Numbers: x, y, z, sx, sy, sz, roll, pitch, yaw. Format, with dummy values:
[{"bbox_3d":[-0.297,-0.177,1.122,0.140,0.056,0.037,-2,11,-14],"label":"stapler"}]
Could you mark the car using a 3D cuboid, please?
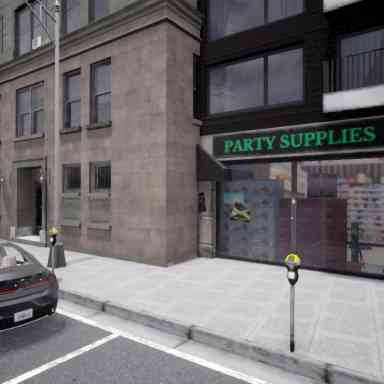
[{"bbox_3d":[-4.216,1.551,6.090,4.403,1.369,2.008,0,0,36],"label":"car"}]
